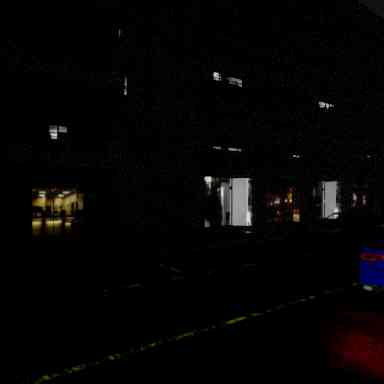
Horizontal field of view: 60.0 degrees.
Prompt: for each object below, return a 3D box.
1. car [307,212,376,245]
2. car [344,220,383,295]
[{"bbox_3d":[7.172,1.583,15.538,4.206,1.307,1.802,0,0,-35],"label":"car"},{"bbox_3d":[5.777,1.478,7.552,5.008,1.535,1.882,0,0,-36],"label":"car"}]
